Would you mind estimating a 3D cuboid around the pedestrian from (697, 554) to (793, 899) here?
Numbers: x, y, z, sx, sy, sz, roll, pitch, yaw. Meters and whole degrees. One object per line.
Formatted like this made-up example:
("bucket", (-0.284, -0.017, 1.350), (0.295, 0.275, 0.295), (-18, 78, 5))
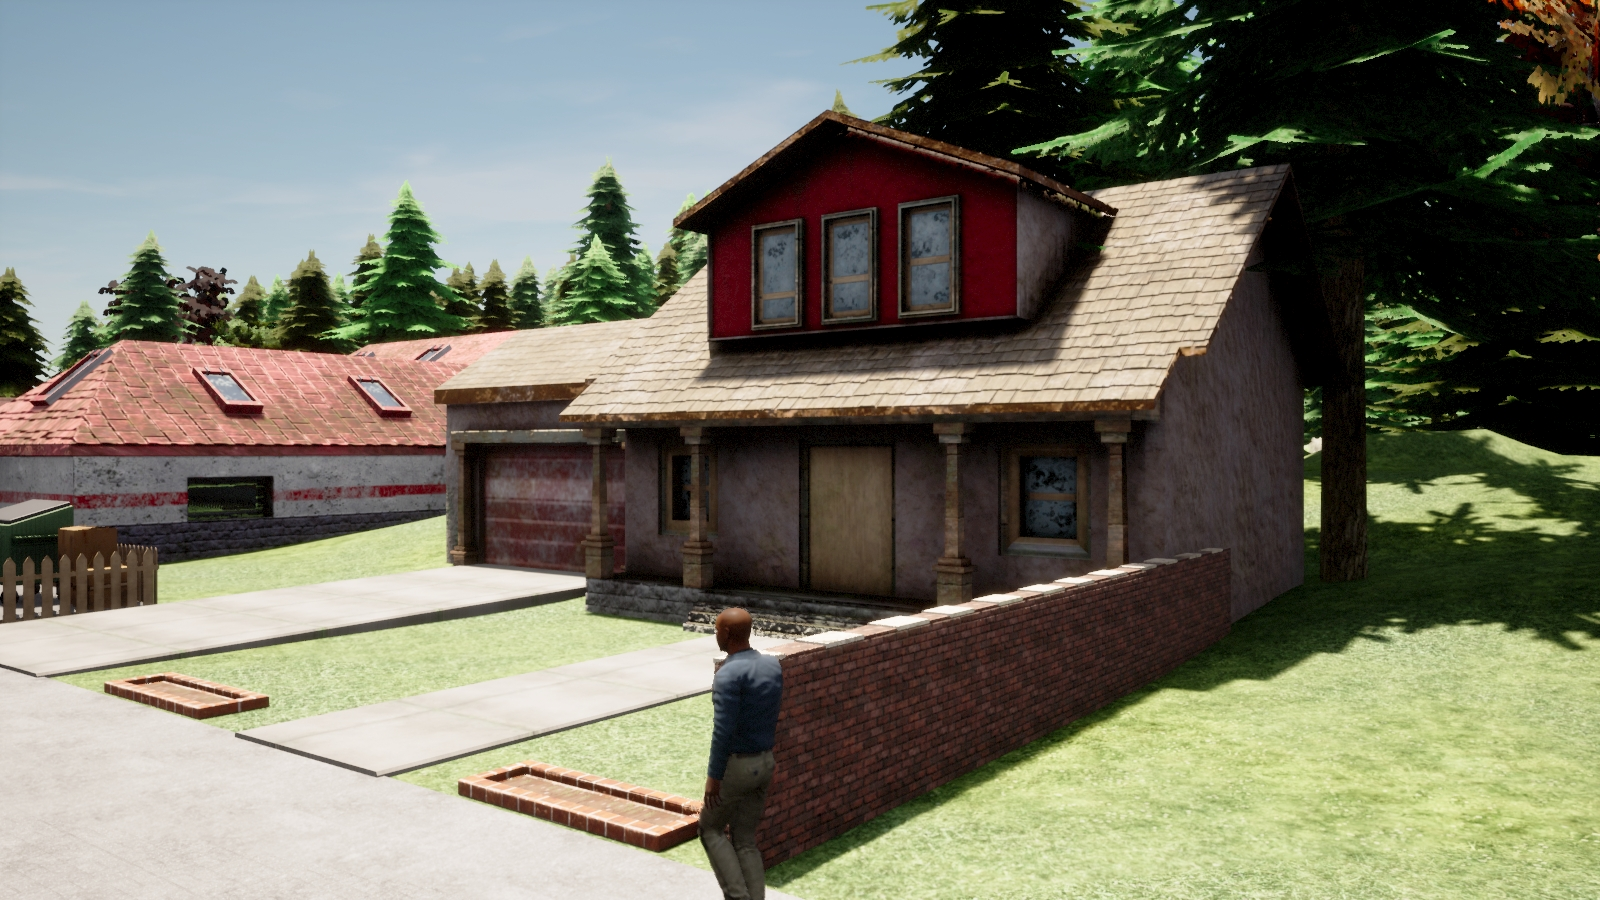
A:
("pedestrian", (-0.301, 1.524, 6.287), (0.375, 1.860, 0.375), (0, 0, 38))
